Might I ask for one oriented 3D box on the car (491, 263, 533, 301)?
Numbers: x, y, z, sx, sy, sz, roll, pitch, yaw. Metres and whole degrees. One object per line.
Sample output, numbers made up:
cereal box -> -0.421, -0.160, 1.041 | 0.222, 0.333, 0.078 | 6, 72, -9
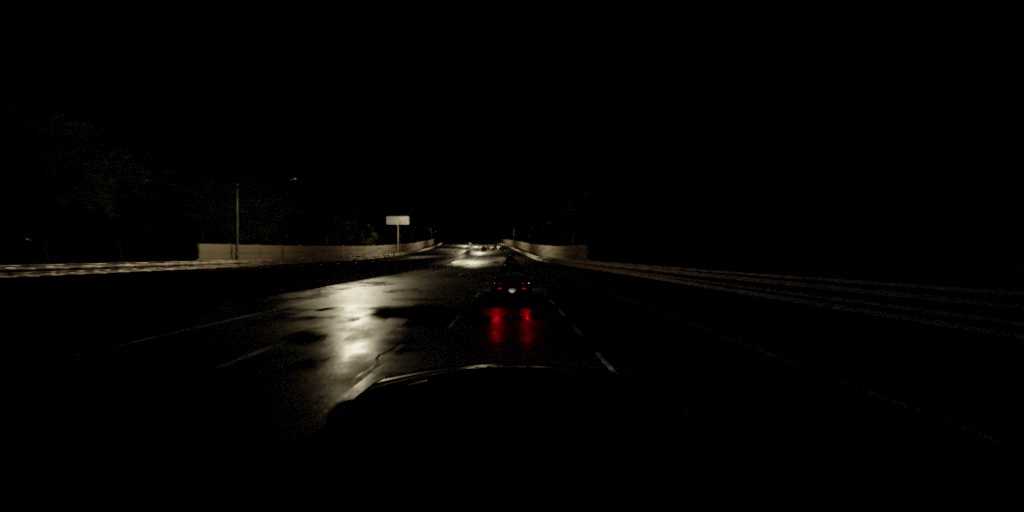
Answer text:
car -> -0.007, 1.258, 17.256 | 1.812, 1.442, 4.674 | 0, 0, 0

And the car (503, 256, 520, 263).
car -> -0.022, 1.104, 41.061 | 1.812, 1.442, 4.674 | 0, 1, 0
